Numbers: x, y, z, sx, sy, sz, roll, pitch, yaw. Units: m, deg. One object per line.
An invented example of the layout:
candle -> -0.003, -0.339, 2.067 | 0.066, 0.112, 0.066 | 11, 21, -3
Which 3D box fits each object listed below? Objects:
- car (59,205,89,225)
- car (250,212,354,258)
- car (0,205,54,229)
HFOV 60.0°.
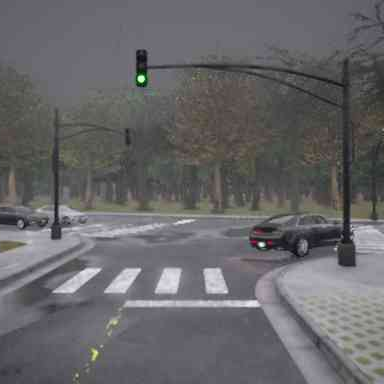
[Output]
car -> -9.978, 1.678, 25.085 | 4.674, 1.442, 1.812 | 0, -1, 25
car -> 4.395, 1.563, 13.030 | 4.892, 1.490, 1.837 | 0, -4, -36
car -> -11.766, 1.630, 22.314 | 4.892, 1.490, 1.837 | 0, -1, 23
